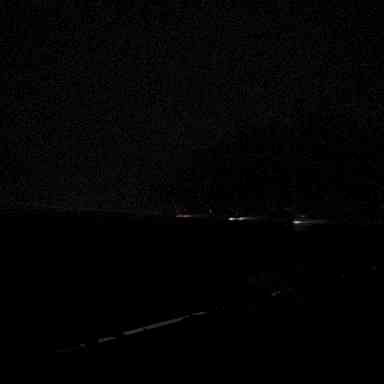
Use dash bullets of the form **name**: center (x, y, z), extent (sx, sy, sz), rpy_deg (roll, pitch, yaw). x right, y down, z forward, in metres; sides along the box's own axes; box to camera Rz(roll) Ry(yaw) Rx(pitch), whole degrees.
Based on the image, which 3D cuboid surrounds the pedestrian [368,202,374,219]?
- **pedestrian**: center (18.936, 1.918, 35.302), extent (0.375, 1.860, 0.375), rpy_deg (-2, 1, -33)

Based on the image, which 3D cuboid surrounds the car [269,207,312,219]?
- **car**: center (11.579, 2.447, 39.324), extent (1.895, 1.301, 4.718), rpy_deg (1, -2, -33)

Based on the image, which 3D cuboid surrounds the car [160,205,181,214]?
- **car**: center (-4.108, 3.290, 63.201), extent (1.812, 1.442, 4.674), rpy_deg (1, -2, -33)

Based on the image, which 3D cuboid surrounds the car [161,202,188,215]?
- **car**: center (-2.922, 2.725, 54.846), extent (2.150, 2.045, 5.566), rpy_deg (1, -2, -33)

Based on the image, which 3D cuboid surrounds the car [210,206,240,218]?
- **car**: center (4.297, 2.581, 43.789), extent (1.837, 1.490, 4.892), rpy_deg (1, -2, -33)

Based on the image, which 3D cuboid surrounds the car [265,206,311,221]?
- **car**: center (9.818, 2.259, 35.353), extent (1.812, 1.442, 4.674), rpy_deg (1, -2, -33)
